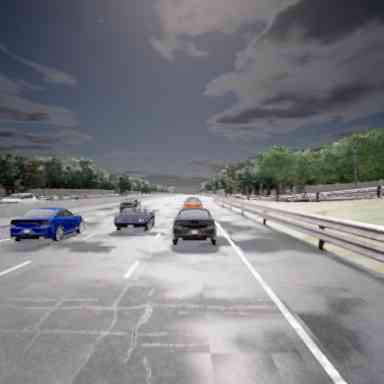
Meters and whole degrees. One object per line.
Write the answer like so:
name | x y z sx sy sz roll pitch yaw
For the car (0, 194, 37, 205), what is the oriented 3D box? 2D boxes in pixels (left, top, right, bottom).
car | -21.084 1.226 40.638 2.150 2.045 5.566 0 0 0

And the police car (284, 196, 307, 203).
police car | 18.025 1.157 58.503 2.038 1.542 4.974 0 -2 -17

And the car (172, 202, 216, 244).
car | 0.102 1.485 16.027 1.882 1.535 5.008 0 0 0

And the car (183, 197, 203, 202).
car | 0.105 1.357 36.930 2.097 1.767 4.553 0 0 0

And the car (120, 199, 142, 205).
car | -6.895 1.510 37.479 1.837 1.490 4.892 0 0 0

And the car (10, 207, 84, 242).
car | -6.898 1.485 16.371 1.882 1.535 5.008 0 0 0

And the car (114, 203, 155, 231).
car | -3.397 1.609 20.656 1.895 1.301 4.718 0 0 0

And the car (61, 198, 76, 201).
car | -17.573 1.547 47.338 2.033 1.411 5.357 0 0 0
